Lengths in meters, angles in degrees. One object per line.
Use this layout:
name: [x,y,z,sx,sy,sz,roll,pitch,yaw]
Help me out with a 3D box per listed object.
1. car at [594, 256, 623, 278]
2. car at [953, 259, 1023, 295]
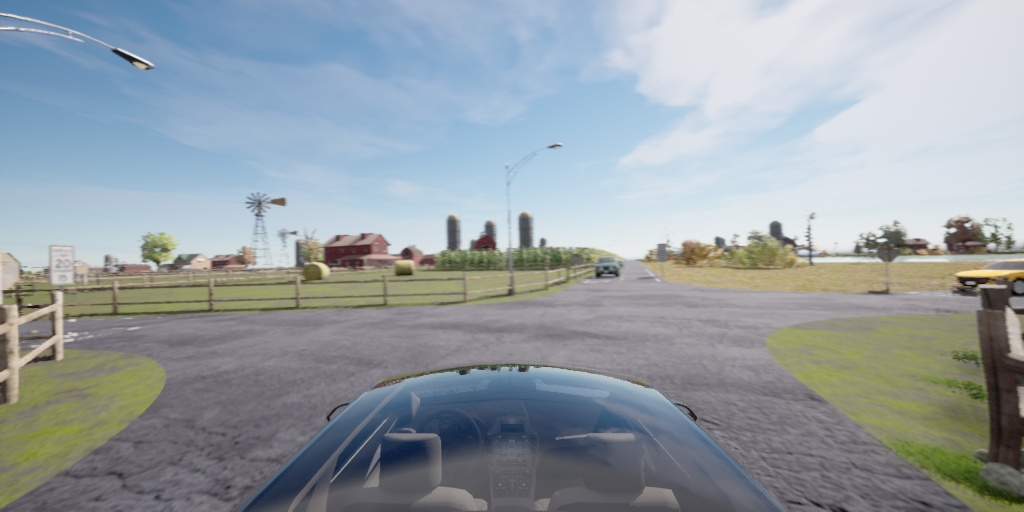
car: [9.382,1.062,35.104,2.150,2.045,5.566,-2,-1,19]
car: [22.778,0.861,15.991,5.008,1.535,1.882,-1,-1,-3]
